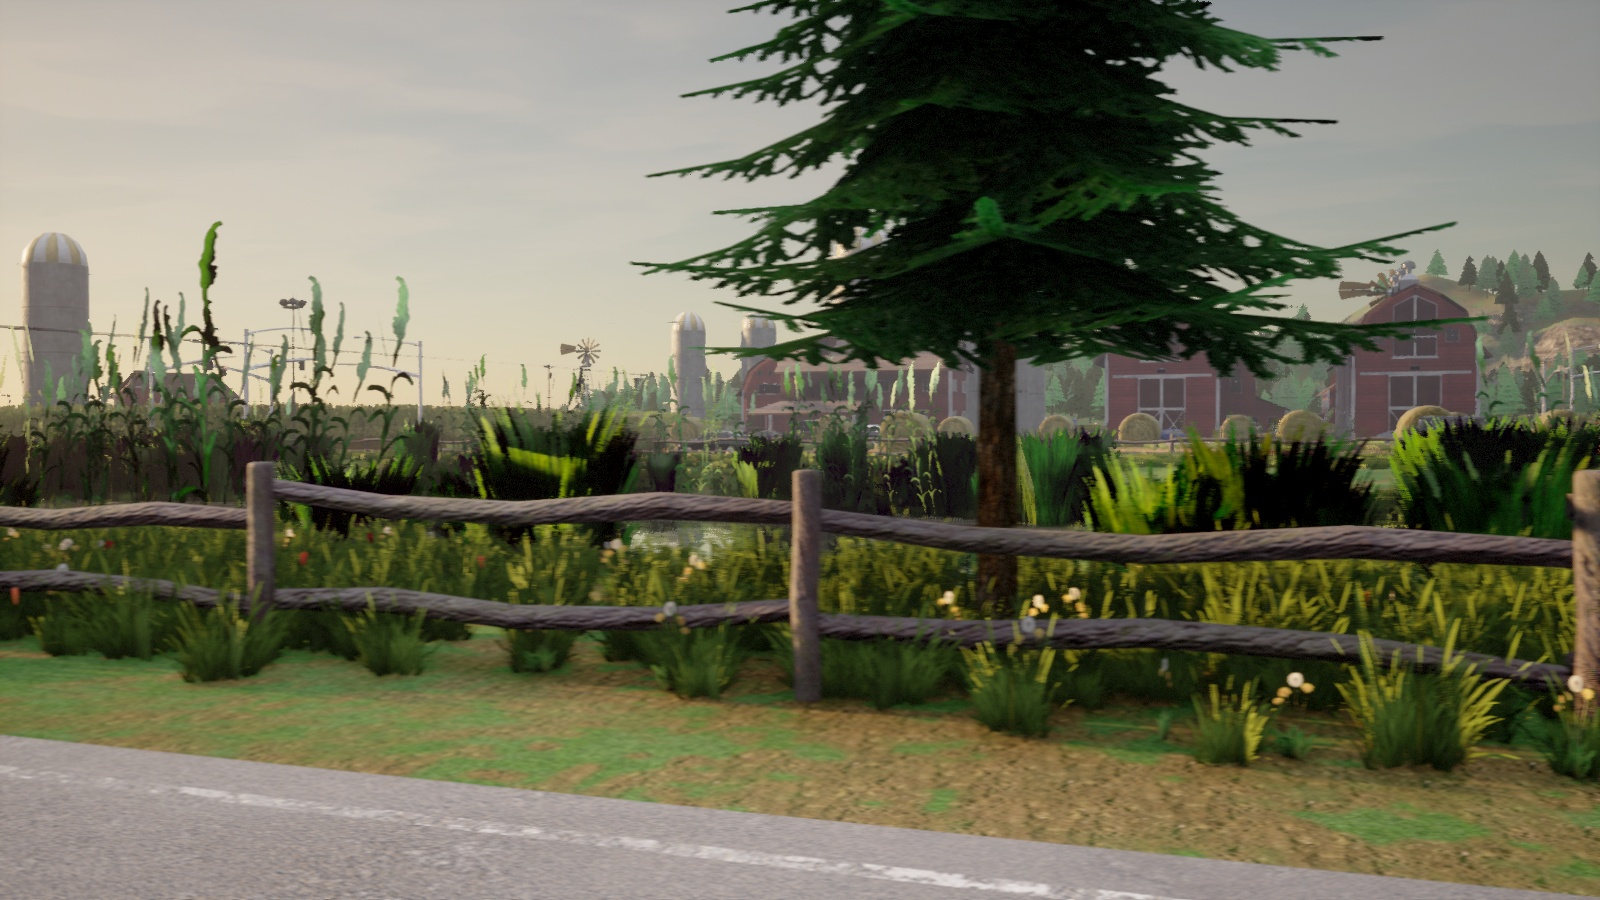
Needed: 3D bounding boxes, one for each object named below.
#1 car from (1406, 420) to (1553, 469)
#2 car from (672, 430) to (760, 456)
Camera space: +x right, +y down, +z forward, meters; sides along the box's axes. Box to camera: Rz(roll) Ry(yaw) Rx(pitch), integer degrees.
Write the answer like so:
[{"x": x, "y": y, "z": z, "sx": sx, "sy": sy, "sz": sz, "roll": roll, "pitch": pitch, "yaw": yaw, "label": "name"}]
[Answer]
[{"x": 30.248, "y": -0.276, "z": 56.110, "sx": 5.566, "sy": 2.045, "sz": 2.150, "roll": 1, "pitch": 1, "yaw": 23, "label": "car"}, {"x": -5.005, "y": -0.418, "z": 74.799, "sx": 4.892, "sy": 1.490, "sz": 1.837, "roll": 1, "pitch": 1, "yaw": 23, "label": "car"}]
